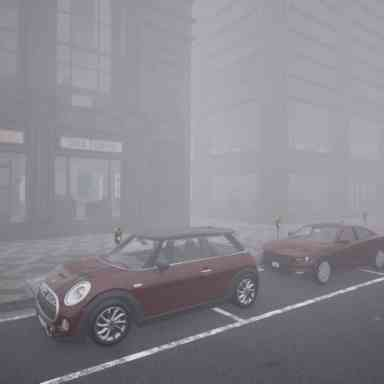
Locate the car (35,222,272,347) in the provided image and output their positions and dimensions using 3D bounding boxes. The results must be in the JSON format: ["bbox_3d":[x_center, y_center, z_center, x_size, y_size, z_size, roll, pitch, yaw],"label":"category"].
[{"bbox_3d":[-0.686,1.440,6.263,4.097,1.590,1.967,0,1,-35],"label":"car"}]

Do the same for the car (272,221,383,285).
[{"bbox_3d":[3.893,1.545,9.530,4.507,1.381,1.887,0,1,-35],"label":"car"}]
